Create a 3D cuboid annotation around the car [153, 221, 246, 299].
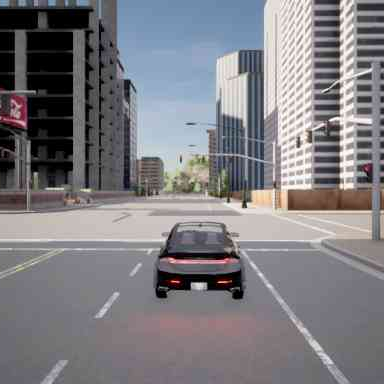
[{"bbox_3d":[0.207,1.492,8.440,2.128,1.511,4.902,0,0,2],"label":"car"}]
